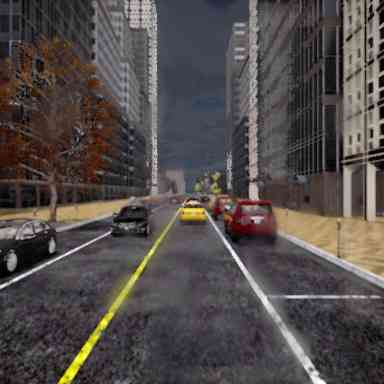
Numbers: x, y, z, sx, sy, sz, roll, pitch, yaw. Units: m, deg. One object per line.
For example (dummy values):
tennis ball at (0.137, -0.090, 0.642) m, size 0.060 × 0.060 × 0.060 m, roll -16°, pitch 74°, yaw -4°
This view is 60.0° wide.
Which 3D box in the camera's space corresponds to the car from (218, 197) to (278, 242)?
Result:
car at (2.694, 1.294, 16.041) m, size 2.192 × 1.841 × 5.009 m, roll 0°, pitch 0°, yaw 0°

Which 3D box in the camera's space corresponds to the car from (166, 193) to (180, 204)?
car at (-3.051, 1.427, 59.411) m, size 1.812 × 1.442 × 4.674 m, roll 0°, pitch 0°, yaw 1°

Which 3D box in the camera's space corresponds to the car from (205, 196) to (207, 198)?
car at (2.692, 1.468, 38.979) m, size 1.752 × 1.417 × 4.829 m, roll 0°, pitch 0°, yaw 0°

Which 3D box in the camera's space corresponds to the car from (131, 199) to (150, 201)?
car at (-5.688, 1.504, 33.129) m, size 2.008 × 1.369 × 4.403 m, roll 0°, pitch 0°, yaw 0°

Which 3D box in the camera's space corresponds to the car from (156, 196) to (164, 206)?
car at (-5.688, 1.503, 50.205) m, size 1.802 × 1.307 × 4.206 m, roll 0°, pitch 0°, yaw 0°

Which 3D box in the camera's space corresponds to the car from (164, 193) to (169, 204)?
car at (-5.689, 1.448, 61.591) m, size 2.008 × 1.369 × 4.403 m, roll 0°, pitch 0°, yaw 0°

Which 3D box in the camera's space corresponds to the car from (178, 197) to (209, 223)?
car at (0.098, 1.423, 25.143) m, size 1.801 × 1.575 × 5.366 m, roll 0°, pitch 0°, yaw 0°

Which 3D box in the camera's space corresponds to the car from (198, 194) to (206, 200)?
car at (2.692, 1.271, 90.037) m, size 1.967 × 1.590 × 4.097 m, roll 0°, pitch 0°, yaw 0°

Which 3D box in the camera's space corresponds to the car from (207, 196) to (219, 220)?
car at (2.694, 1.277, 27.425) m, size 2.192 × 1.841 × 5.009 m, roll 0°, pitch 0°, yaw 0°

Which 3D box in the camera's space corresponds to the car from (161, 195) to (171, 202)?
car at (-5.689, 1.416, 72.975) m, size 1.887 × 1.381 × 4.507 m, roll 0°, pitch 0°, yaw 0°

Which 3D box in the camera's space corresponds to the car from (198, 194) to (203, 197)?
car at (0.099, 1.415, 41.761) m, size 1.882 × 1.535 × 5.008 m, roll 0°, pitch 0°, yaw 0°

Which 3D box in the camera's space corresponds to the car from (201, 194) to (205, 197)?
car at (2.692, 1.450, 67.270) m, size 1.947 × 1.339 × 4.313 m, roll 0°, pitch 0°, yaw 0°

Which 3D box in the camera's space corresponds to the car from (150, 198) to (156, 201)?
car at (-5.689, 1.509, 38.822) m, size 1.947 × 1.339 × 4.313 m, roll 0°, pitch 0°, yaw 0°

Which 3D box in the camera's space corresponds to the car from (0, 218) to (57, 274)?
car at (-5.688, 1.538, 10.360) m, size 2.008 × 1.369 × 4.403 m, roll 0°, pitch 0°, yaw 0°

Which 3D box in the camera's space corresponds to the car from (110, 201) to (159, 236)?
car at (-3.101, 1.481, 18.230) m, size 1.837 × 1.490 × 4.892 m, roll 0°, pitch 0°, yaw 0°

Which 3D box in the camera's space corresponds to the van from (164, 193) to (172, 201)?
van at (-5.688, 1.200, 78.667) m, size 1.690 × 1.788 × 3.998 m, roll 0°, pitch 0°, yaw 0°
